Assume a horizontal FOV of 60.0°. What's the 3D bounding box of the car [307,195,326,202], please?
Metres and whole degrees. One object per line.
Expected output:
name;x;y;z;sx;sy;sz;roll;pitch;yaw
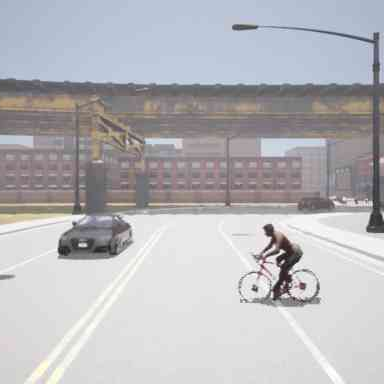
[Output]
car;29.600;1.452;79.180;4.974;1.542;2.038;0;0;-39

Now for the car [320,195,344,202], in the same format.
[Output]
car;33.606;1.452;79.931;2.038;1.542;4.974;0;0;-34

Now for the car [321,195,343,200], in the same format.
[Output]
car;33.635;1.295;79.888;1.853;1.218;4.536;0;0;-34

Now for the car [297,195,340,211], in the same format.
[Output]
car;14.932;1.352;39.880;4.553;1.767;2.097;0;0;-25

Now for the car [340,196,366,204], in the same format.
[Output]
car;29.183;1.452;60.320;2.038;1.542;4.974;0;0;-29

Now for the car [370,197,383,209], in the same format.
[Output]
car;25.715;1.525;42.093;4.674;1.442;1.812;0;0;-3

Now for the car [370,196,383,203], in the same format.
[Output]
car;32.253;1.295;58.206;1.853;1.218;4.536;0;0;31

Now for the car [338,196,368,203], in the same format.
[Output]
car;29.158;1.295;60.366;1.853;1.218;4.536;0;0;-29

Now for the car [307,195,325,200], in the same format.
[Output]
car;29.560;1.295;79.147;4.536;1.218;1.853;0;0;-39

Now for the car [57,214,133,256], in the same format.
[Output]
car;-3.580;1.564;12.930;1.994;1.385;4.181;0;0;1

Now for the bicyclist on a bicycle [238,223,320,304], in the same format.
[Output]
bicyclist on a bicycle;1.734;1.453;6.697;1.656;1.620;0.582;-2;0;0
